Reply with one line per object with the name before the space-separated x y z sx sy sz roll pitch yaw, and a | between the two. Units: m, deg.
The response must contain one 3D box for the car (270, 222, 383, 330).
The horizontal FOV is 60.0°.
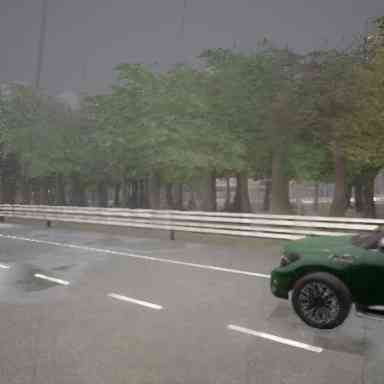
car | 4.095 1.222 5.248 5.566 2.045 2.150 0 0 35
